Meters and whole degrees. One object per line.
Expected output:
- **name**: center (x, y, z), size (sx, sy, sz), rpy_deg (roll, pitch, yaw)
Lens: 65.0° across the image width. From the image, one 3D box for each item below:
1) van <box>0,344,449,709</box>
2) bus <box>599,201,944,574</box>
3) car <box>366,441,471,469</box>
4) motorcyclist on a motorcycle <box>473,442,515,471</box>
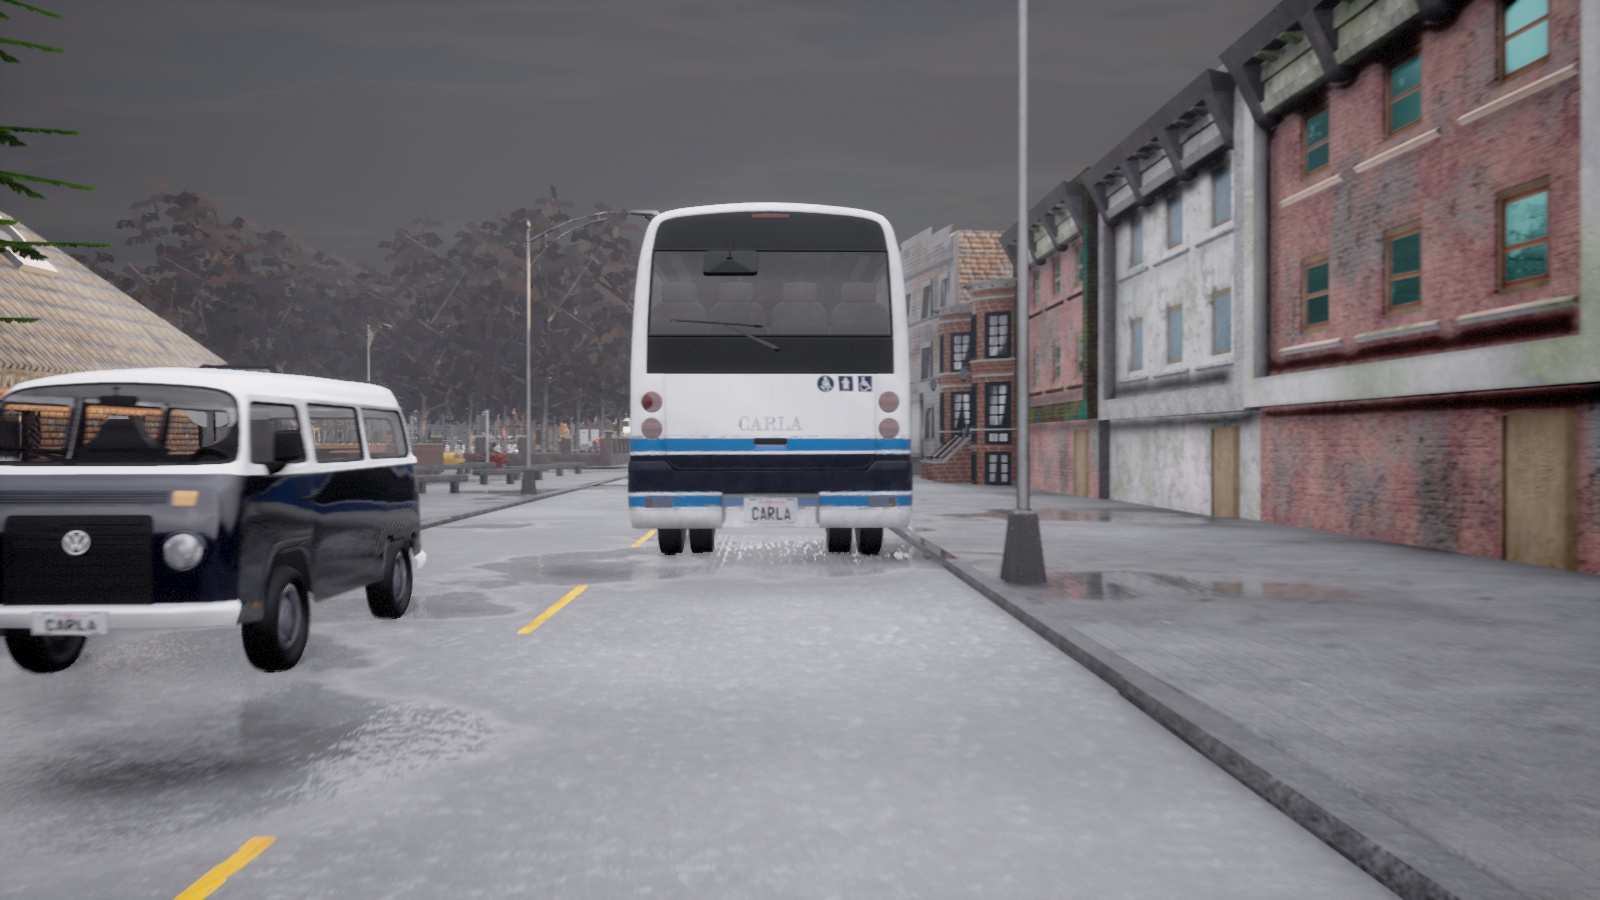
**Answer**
- **van**: center (-4.202, 0.416, 9.246), size (2.069, 2.038, 4.480), rpy_deg (0, 0, -1)
- **bus**: center (-0.437, -0.740, 19.511), size (3.944, 4.253, 10.273), rpy_deg (0, 0, -1)
- **car**: center (-21.337, 0.277, 70.401), size (5.366, 1.575, 1.801), rpy_deg (0, 0, -4)
- **motorcyclist on a motorcycle**: center (-16.162, 0.346, 66.422), size (2.044, 1.523, 0.797), rpy_deg (0, 0, -1)
